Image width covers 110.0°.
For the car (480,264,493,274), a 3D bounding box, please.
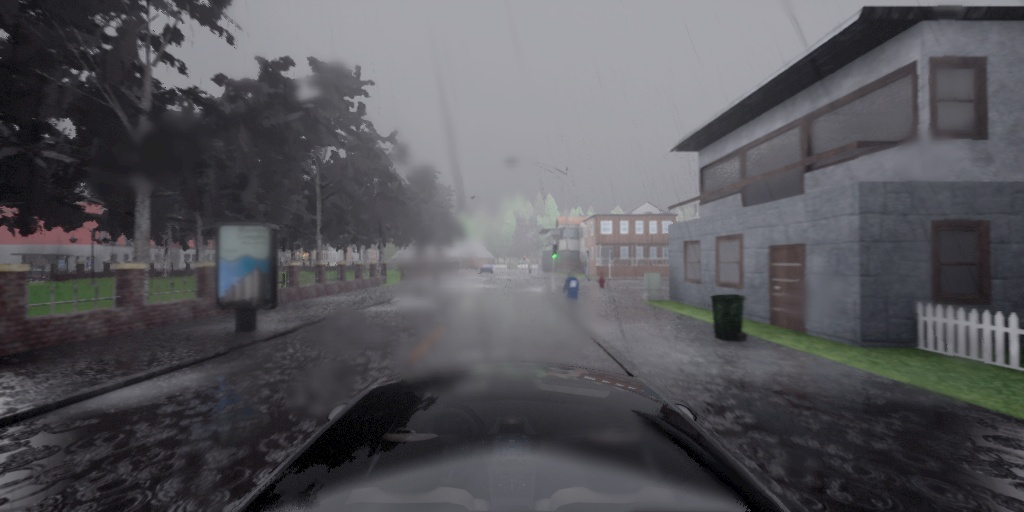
[{"bbox_3d":[-4.052,2.016,58.080,1.882,1.535,5.008,0,-1,0],"label":"car"}]
